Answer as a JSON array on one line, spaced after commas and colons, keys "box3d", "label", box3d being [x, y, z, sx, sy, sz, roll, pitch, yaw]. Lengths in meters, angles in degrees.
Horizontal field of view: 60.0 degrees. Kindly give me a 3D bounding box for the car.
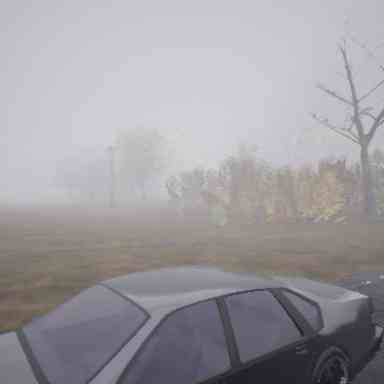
[{"box3d": [-0.218, 1.541, 3.220, 5.357, 1.411, 2.033, 0, 0, -36], "label": "car"}]
